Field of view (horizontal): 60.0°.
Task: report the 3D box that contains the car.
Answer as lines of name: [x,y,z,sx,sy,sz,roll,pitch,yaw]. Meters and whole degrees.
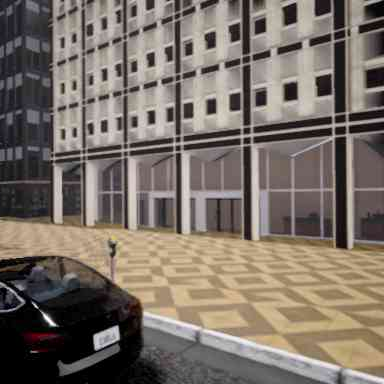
car: [-2.592,1.586,4.736,4.313,1.339,1.947,0,0,36]
